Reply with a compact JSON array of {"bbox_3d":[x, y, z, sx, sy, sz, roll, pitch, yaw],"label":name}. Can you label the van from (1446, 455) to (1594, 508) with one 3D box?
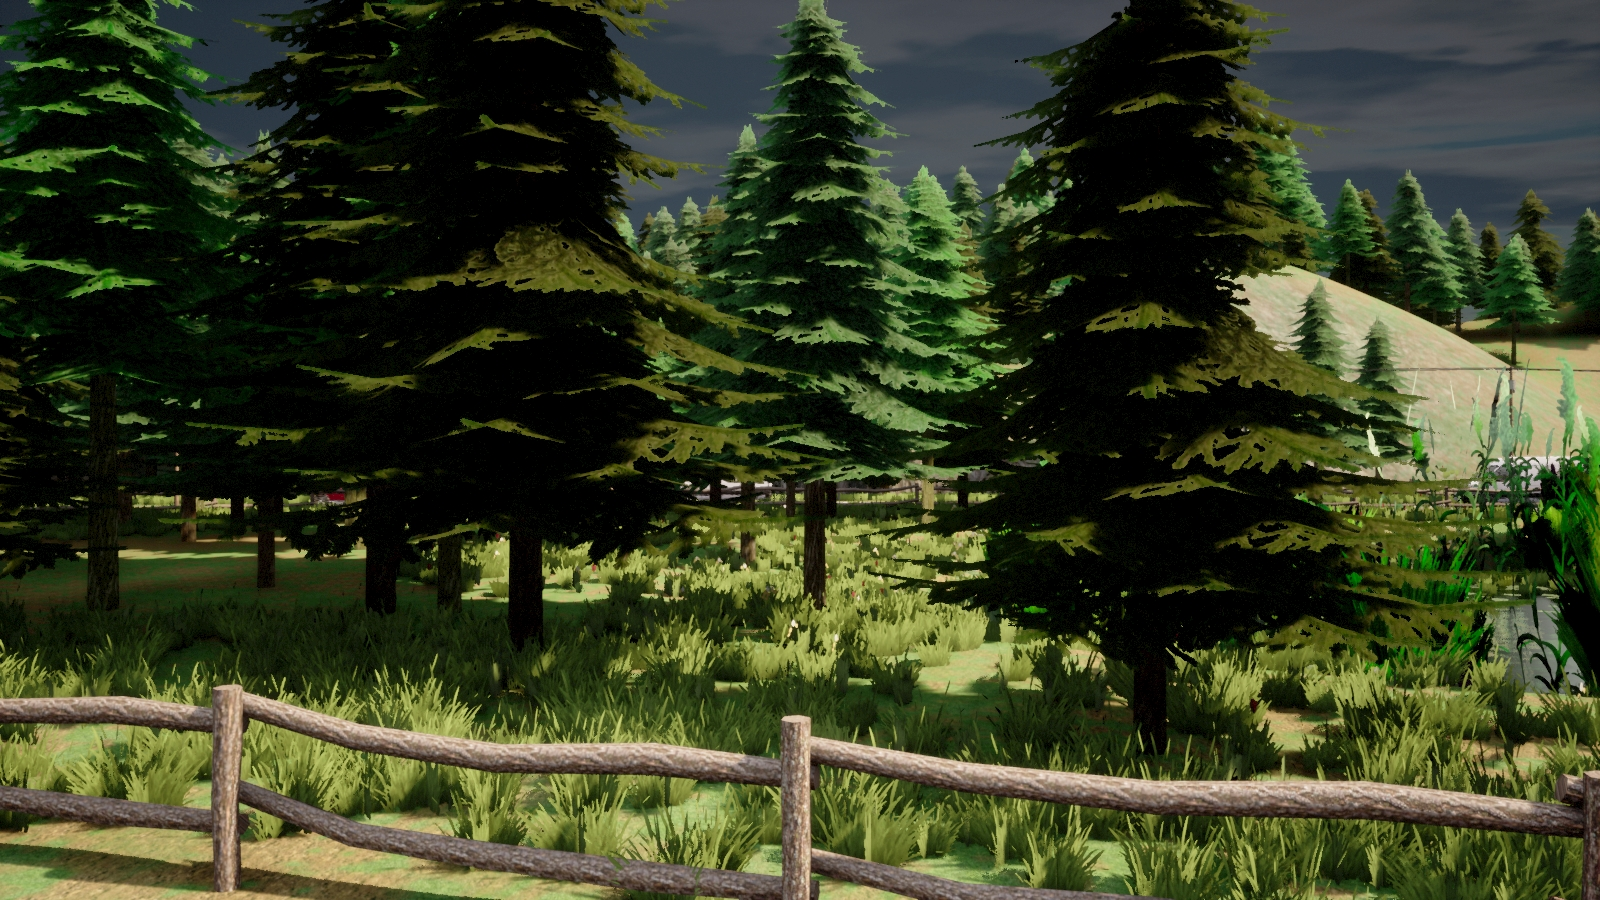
[{"bbox_3d":[35.716,1.535,56.813,5.915,2.561,1.988,0,0,8],"label":"van"}]
